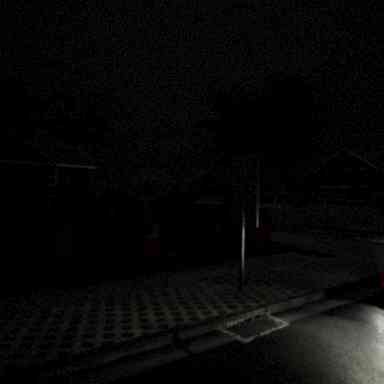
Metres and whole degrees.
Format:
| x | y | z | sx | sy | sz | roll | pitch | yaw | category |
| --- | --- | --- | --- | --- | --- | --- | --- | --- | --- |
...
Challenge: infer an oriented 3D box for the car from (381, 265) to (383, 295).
| x | y | z | sx | sy | sz | roll | pitch | yaw | category |
| --- | --- | --- | --- | --- | --- | --- | --- | --- | --- |
| 6.189 | 1.467 | 7.391 | 4.553 | 1.767 | 2.097 | 1 | -1 | -36 | car |

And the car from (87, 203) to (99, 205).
| x | y | z | sx | sy | sz | roll | pitch | yaw | category |
| --- | --- | --- | --- | --- | --- | --- | --- | --- | --- |
| -14.809 | 2.387 | 50.349 | 2.033 | 1.411 | 5.357 | 2 | -3 | -42 | car |
